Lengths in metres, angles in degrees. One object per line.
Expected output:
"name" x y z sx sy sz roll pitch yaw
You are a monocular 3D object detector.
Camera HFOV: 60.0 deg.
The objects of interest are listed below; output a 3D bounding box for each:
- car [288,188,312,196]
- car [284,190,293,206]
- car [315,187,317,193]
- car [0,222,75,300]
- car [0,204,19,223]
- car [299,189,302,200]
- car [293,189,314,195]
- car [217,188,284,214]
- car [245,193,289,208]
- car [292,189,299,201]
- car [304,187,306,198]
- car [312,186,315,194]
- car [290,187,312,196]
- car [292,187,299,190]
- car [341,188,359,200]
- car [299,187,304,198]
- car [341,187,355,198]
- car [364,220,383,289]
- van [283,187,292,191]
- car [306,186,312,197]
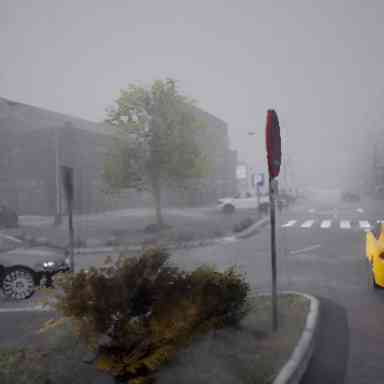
"car" 24.094 -0.014 74.439 4.553 1.767 2.185 -2 0 3
"car" 7.619 0.993 35.850 5.366 1.575 1.946 -2 0 3
"car" 26.545 0.023 79.942 4.792 1.488 2.163 -2 0 3
"car" -5.414 1.709 8.156 4.902 1.511 2.128 -2 1 -5
"car" -13.197 1.498 20.773 2.435 2.045 5.566 -2 0 2
"car" 13.380 0.712 49.650 4.674 1.452 2.002 -2 0 3
"car" 27.704 -0.021 82.700 4.674 1.452 2.002 -2 0 3
"car" 5.030 0.887 30.327 5.566 2.045 2.435 -2 1 3
"car" 8.616 0.977 38.624 4.674 1.452 2.002 -2 0 3
"car" 11.002 0.804 44.129 5.008 1.535 2.097 -2 1 3
"car" 15.794 0.414 55.148 4.553 1.767 2.185 -2 1 3
"car" 21.754 -0.023 68.941 5.566 2.045 2.435 -2 0 3
"car" 25.287 -0.072 77.193 4.553 1.767 2.185 -2 0 3
"car" 12.151 0.613 46.900 4.553 1.767 2.185 -2 0 3
"car" 23.727 0.266 49.719 2.097 1.767 4.553 -1 1 23
"car" 14.601 0.479 52.395 4.553 1.767 2.185 -2 1 3
"car" 27.866 0.044 59.468 2.097 1.767 4.553 -1 1 23
"car" 5.666 1.434 8.650 1.882 1.535 5.008 -1 1 26
"van" 9.681 0.650 41.378 4.442 1.987 1.878 -2 1 3
"car" 18.176 0.161 60.666 5.566 2.045 2.435 -2 0 4
